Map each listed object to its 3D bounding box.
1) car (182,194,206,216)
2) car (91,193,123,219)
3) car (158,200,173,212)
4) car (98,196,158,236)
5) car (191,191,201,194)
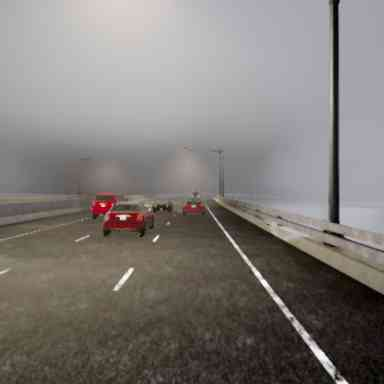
[{"bbox_3d":[0.174,1.220,29.483,2.163,1.488,4.792,0,0,1],"label":"car"},{"bbox_3d":[-6.738,1.135,27.996,2.150,2.045,5.566,0,0,1],"label":"car"},{"bbox_3d":[-3.132,1.488,36.558,1.895,1.301,4.718,0,0,1],"label":"car"},{"bbox_3d":[-3.323,1.295,18.210,2.097,1.767,4.553,0,0,0],"label":"car"},{"bbox_3d":[0.720,0.849,60.147,2.150,2.045,5.566,0,0,1],"label":"car"}]
